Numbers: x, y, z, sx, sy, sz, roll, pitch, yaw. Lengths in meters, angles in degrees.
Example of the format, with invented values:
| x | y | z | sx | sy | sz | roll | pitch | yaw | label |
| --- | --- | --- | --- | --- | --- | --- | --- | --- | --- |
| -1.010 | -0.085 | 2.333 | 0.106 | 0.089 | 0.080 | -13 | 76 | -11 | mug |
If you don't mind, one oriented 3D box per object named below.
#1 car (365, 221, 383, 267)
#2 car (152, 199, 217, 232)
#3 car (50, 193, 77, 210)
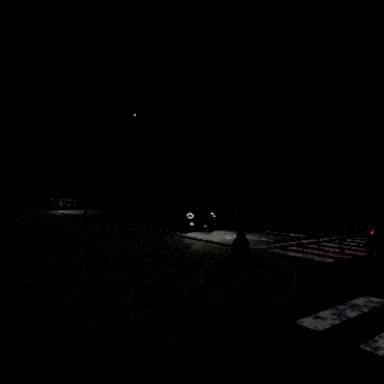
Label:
| x | y | z | sx | sy | sz | roll | pitch | yaw | label |
| --- | --- | --- | --- | --- | --- | --- | --- | --- | --- |
| 7.356 | 1.325 | 8.981 | 2.097 | 1.767 | 4.553 | 0 | 1 | -36 | car |
| -0.550 | 1.290 | 19.998 | 2.097 | 1.767 | 4.553 | 1 | -1 | -36 | car |
| -16.276 | 1.215 | 41.898 | 2.150 | 2.045 | 5.566 | 1 | 0 | -36 | car |
